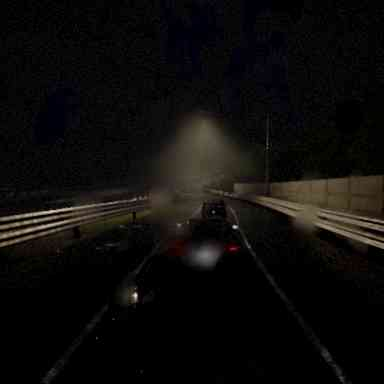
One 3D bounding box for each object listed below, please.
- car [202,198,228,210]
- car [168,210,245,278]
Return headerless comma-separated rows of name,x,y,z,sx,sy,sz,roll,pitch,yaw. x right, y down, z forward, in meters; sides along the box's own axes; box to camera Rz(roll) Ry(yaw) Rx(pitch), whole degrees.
car,1.807,1.234,26.635,2.128,1.511,4.902,0,1,5
car,0.447,1.467,9.915,1.994,1.385,4.181,0,1,3
